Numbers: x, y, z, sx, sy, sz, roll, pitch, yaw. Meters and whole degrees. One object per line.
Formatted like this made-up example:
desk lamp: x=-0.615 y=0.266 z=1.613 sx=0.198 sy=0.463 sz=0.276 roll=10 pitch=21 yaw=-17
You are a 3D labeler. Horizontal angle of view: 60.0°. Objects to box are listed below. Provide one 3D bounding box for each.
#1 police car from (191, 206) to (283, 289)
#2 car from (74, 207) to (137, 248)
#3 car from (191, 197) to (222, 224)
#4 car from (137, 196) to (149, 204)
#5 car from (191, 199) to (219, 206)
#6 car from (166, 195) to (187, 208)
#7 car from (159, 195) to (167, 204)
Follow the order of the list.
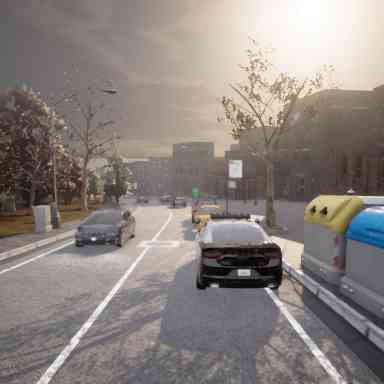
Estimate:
police car: x=1.039 y=1.408 z=9.241 sx=1.930 sy=1.638 sz=5.238 roll=0 pitch=0 yaw=0
car: x=-3.632 y=1.477 z=14.675 sx=1.837 sy=1.490 sz=4.892 roll=0 pitch=0 yaw=0
car: x=1.012 y=1.300 z=25.201 sx=2.097 sy=1.767 sz=4.553 roll=0 pitch=0 yaw=-1
car: x=-9.511 y=1.534 z=63.761 sx=2.033 sy=1.411 sz=5.357 roll=-2 pitch=0 yaw=-17
car: x=1.027 y=1.419 z=19.368 sx=1.801 sy=1.575 sz=5.366 roll=0 pitch=0 yaw=0
car: x=-1.948 y=1.384 z=46.905 sx=2.128 sy=1.511 sz=4.902 roll=-1 pitch=0 yaw=-10
car: x=-4.797 y=1.386 z=60.394 sx=1.837 sy=1.490 sz=4.892 roll=-2 pitch=0 yaw=-16
